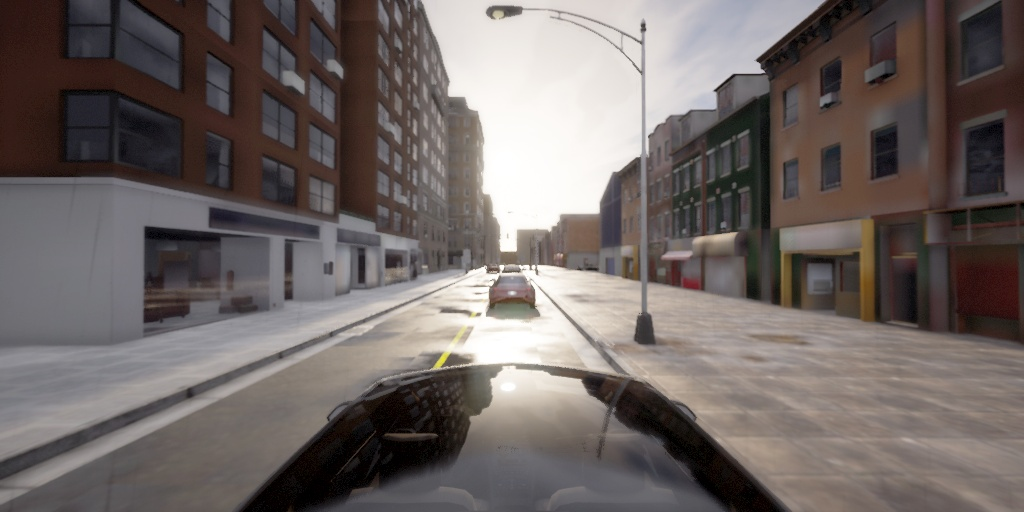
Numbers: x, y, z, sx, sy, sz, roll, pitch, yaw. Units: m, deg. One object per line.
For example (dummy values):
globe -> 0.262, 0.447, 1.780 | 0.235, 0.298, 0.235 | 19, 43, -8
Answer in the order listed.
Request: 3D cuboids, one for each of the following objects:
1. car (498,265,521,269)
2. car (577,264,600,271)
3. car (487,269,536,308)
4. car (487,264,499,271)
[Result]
car -> 0.010, 1.541, 31.144 | 1.837, 1.490, 4.892 | 0, 0, 0
car -> 13.227, 2.013, 60.958 | 4.313, 1.339, 1.948 | 0, 0, 0
car -> 0.008, 1.453, 16.131 | 1.994, 1.385, 4.181 | 0, -1, 0
car -> -2.741, 1.844, 53.463 | 1.895, 1.301, 4.718 | 0, -1, 0
